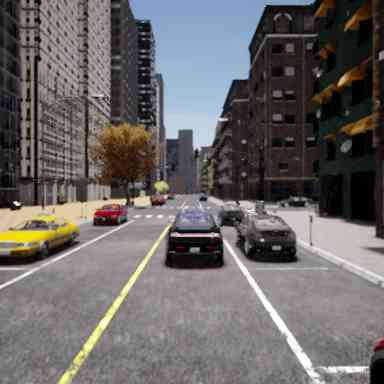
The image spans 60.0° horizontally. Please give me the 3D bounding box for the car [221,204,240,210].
[{"bbox_3d":[2.672,1.519,23.780,2.008,1.369,4.403,0,0,0],"label":"car"}]

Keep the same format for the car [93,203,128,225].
[{"bbox_3d":[-5.708,1.517,23.773,1.887,1.381,4.507,0,0,0],"label":"car"}]

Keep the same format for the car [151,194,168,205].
[{"bbox_3d":[-5.735,1.270,56.161,2.192,1.841,5.009,0,0,0],"label":"car"}]

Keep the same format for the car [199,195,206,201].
[{"bbox_3d":[2.625,1.475,83.952,1.752,1.417,4.829,0,0,0],"label":"car"}]

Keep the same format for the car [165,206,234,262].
[{"bbox_3d":[0.082,1.474,12.101,2.128,1.511,4.902,0,0,0],"label":"car"}]

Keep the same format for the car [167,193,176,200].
[{"bbox_3d":[-5.765,1.274,94.821,2.192,1.841,5.009,0,0,0],"label":"car"}]

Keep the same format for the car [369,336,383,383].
[{"bbox_3d":[2.689,1.436,1.648,1.967,1.590,4.097,0,0,0],"label":"car"}]

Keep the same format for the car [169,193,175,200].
[{"bbox_3d":[-5.760,1.522,89.299,1.947,1.339,4.313,0,0,0],"label":"car"}]

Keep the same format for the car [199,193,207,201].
[{"bbox_3d":[2.630,1.514,78.259,1.947,1.339,4.313,0,0,0],"label":"car"}]

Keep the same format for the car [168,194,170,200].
[{"bbox_3d":[-5.739,1.520,61.684,1.947,1.339,4.313,0,0,0],"label":"car"}]

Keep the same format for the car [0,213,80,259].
[{"bbox_3d":[-5.699,1.511,12.538,1.752,1.417,4.829,0,0,0],"label":"car"}]

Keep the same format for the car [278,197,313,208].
[{"bbox_3d":[13.393,1.289,43.194,4.403,1.369,2.008,-1,1,-1],"label":"car"}]

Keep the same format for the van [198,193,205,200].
[{"bbox_3d":[2.620,1.293,89.305,1.690,1.788,3.998,0,0,0],"label":"van"}]

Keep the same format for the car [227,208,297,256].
[{"bbox_3d":[2.681,1.532,12.714,2.008,1.369,4.403,0,0,0],"label":"car"}]

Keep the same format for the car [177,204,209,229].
[{"bbox_3d":[0.061,1.572,22.218,1.895,1.301,4.718,0,0,0],"label":"car"}]

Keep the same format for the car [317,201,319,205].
[{"bbox_3d":[18.790,1.186,43.252,4.829,1.417,1.752,-1,1,-1],"label":"car"}]
